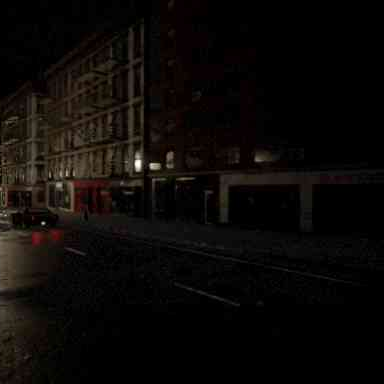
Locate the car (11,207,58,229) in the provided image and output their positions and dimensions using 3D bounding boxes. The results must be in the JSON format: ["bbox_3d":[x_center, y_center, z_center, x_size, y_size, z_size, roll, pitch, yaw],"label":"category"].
[{"bbox_3d":[-10.908,1.704,22.812,1.895,1.301,4.718,0,0,-41],"label":"car"}]
